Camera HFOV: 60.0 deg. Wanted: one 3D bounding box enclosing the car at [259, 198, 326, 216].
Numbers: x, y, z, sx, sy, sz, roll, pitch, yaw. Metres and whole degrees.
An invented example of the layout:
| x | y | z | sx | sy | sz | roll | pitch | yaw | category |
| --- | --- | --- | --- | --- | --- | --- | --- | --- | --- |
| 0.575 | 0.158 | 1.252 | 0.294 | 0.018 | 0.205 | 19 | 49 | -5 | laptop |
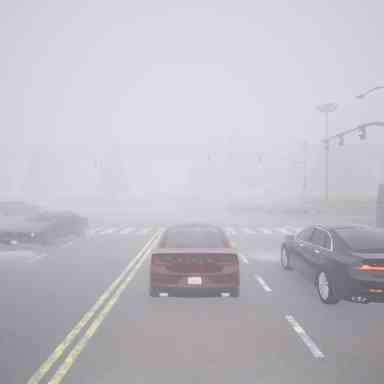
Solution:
| x | y | z | sx | sy | sz | roll | pitch | yaw | category |
| --- | --- | --- | --- | --- | --- | --- | --- | --- | --- |
| 8.862 | 1.491 | 29.419 | 4.902 | 1.511 | 2.128 | 0 | 0 | 0 | car |

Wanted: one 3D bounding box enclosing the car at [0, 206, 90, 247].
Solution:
| x | y | z | sx | sy | sz | roll | pitch | yaw | category |
| --- | --- | --- | --- | --- | --- | --- | --- | --- | --- |
| -6.563 | 1.547 | 15.471 | 2.033 | 1.411 | 5.357 | 0 | 0 | 6 | car |

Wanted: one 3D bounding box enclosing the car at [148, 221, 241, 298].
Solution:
| x | y | z | sx | sy | sz | roll | pitch | yaw | category |
| --- | --- | --- | --- | --- | --- | --- | --- | --- | --- |
| 0.057 | 1.478 | 8.591 | 1.882 | 1.535 | 5.008 | 0 | 0 | 0 | car |

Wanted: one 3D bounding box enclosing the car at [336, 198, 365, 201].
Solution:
| x | y | z | sx | sy | sz | roll | pitch | yaw | category |
| --- | --- | --- | --- | --- | --- | --- | --- | --- | --- |
| 17.974 | 1.564 | 40.087 | 4.181 | 1.385 | 1.994 | 0 | 0 | 0 | car |

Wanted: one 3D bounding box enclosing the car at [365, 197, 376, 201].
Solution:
| x | y | z | sx | sy | sz | roll | pitch | yaw | category |
| --- | --- | --- | --- | --- | --- | --- | --- | --- | --- |
| 20.490 | 1.547 | 43.577 | 5.357 | 1.411 | 2.033 | 0 | 0 | 0 | car |

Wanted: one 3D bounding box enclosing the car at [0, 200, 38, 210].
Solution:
| x | y | z | sx | sy | sz | roll | pitch | yaw | category |
| --- | --- | --- | --- | --- | --- | --- | --- | --- | --- |
| -15.073 | 1.505 | 29.509 | 4.892 | 1.490 | 1.837 | 0 | 0 | 0 | car |

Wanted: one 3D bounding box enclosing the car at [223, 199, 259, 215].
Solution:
| x | y | z | sx | sy | sz | roll | pitch | yaw | category |
| --- | --- | --- | --- | --- | --- | --- | --- | --- | --- |
| 5.576 | 1.491 | 32.933 | 4.902 | 1.511 | 2.128 | 0 | 0 | 0 | car |

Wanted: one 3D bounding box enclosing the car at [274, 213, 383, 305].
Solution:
| x | y | z | sx | sy | sz | roll | pitch | yaw | category |
| --- | --- | --- | --- | --- | --- | --- | --- | --- | --- |
| 3.555 | 1.505 | 8.078 | 1.837 | 1.490 | 4.892 | 0 | 0 | 0 | car |
